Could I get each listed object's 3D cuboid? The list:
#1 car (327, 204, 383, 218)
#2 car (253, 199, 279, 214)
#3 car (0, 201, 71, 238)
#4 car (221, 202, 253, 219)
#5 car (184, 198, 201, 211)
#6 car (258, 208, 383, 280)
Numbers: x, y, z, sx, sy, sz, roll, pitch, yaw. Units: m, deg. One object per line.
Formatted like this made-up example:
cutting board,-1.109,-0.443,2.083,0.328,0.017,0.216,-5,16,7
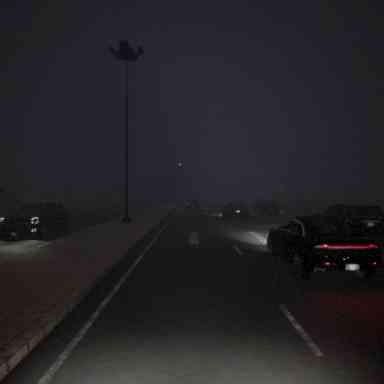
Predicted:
car,7.101,1.309,15.331,2.097,1.767,4.553,0,0,0
car,7.103,1.385,32.637,1.882,1.535,5.008,0,0,0
car,-8.020,1.303,17.239,2.097,1.767,4.553,0,0,0
car,3.602,1.485,28.024,1.994,1.385,4.181,0,0,0
car,0.104,1.415,39.640,1.812,1.442,4.674,0,0,0
car,3.600,1.463,9.886,2.128,1.511,4.902,0,0,0
